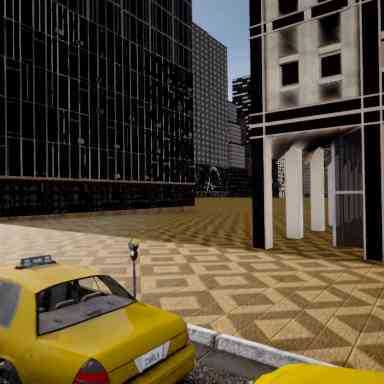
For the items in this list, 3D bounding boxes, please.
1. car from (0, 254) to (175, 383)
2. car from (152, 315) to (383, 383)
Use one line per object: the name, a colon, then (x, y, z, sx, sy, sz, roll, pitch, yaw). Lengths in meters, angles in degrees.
car: (-2.251, 1.527, 4.484, 4.829, 1.417, 1.752, 0, -1, 35)
car: (2.252, 1.525, 1.287, 4.829, 1.417, 1.752, 0, -1, 35)
